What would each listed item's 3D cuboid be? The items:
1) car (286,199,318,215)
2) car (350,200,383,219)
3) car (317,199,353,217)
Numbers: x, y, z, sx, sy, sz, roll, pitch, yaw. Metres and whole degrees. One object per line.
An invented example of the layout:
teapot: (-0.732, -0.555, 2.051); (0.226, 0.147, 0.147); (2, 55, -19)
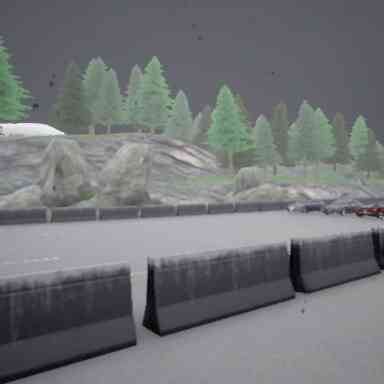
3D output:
car: (11.643, 1.443, 33.761); (4.902, 1.511, 2.128); (-1, 0, -35)
car: (15.805, 1.552, 28.133); (4.718, 1.301, 1.895); (-1, 0, -35)
car: (14.353, 1.451, 31.395); (4.892, 1.490, 1.837); (-1, 0, -35)
